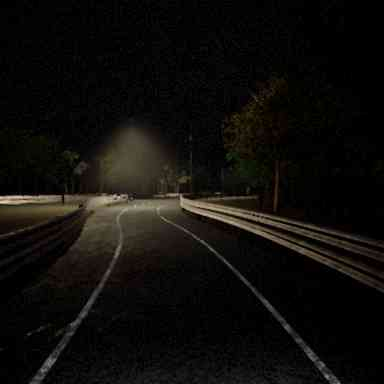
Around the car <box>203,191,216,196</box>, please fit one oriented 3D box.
[{"bbox_3d":[4.959,0.725,90.011,2.150,2.045,5.566,0,0,32],"label":"car"}]

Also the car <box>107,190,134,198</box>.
[{"bbox_3d":[-12.996,0.581,60.919,2.150,2.045,5.566,0,0,32],"label":"car"}]
